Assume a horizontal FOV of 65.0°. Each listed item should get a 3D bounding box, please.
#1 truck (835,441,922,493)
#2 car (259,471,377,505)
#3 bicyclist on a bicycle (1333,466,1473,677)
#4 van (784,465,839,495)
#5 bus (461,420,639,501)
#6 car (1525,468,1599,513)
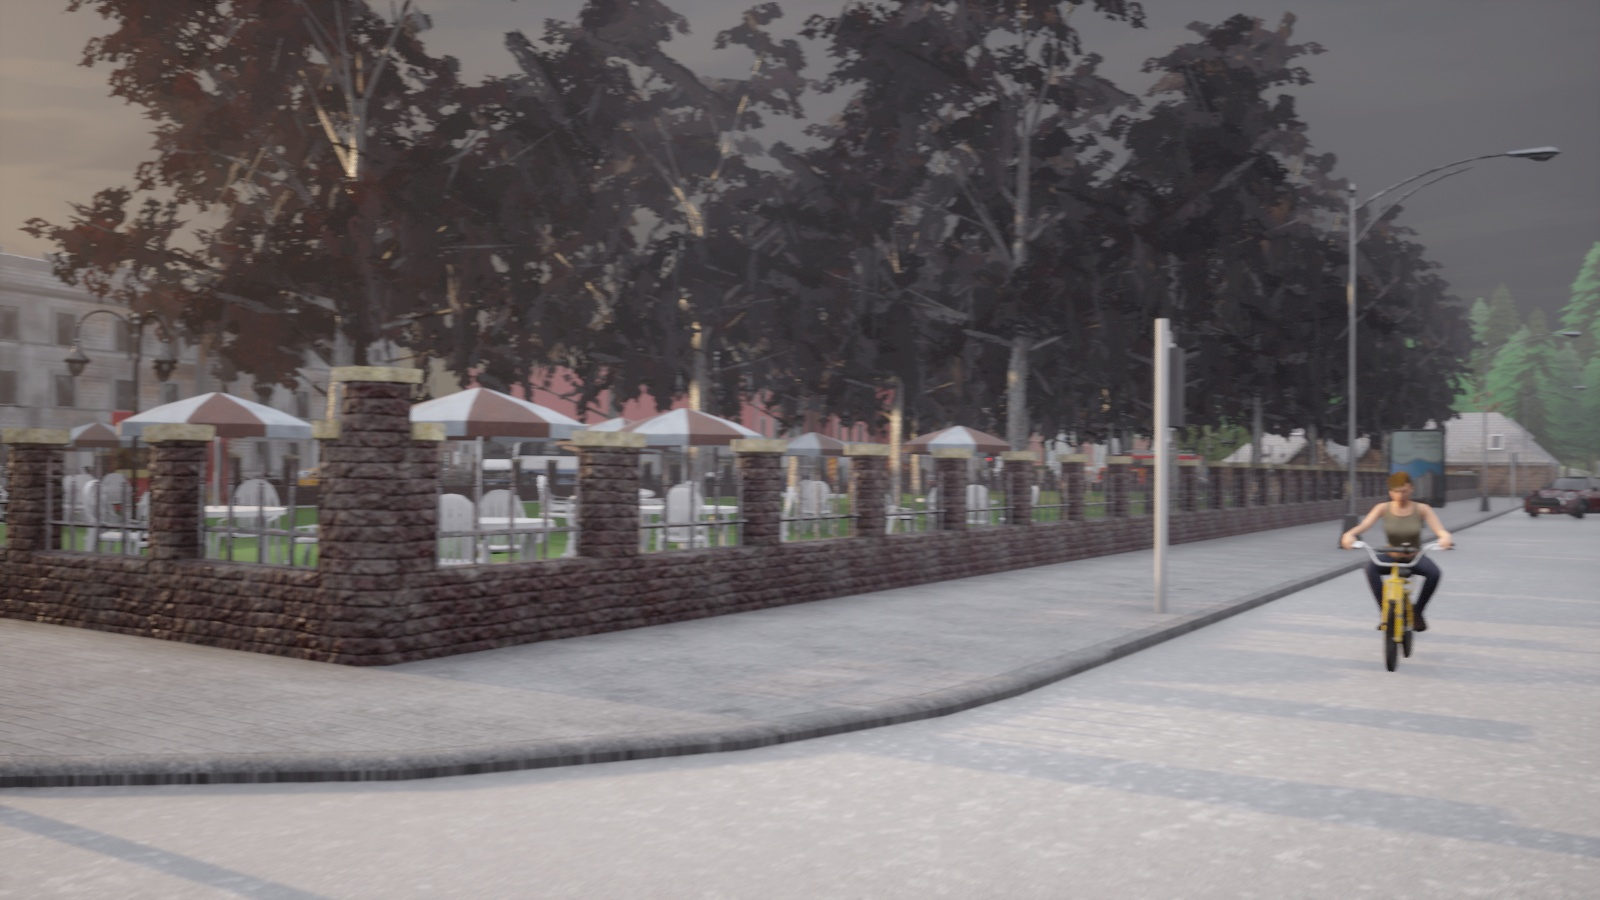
[{"bbox_3d":[6.108,1.305,95.865,2.891,3.827,8.468,-1,-1,33],"label":"truck"},{"bbox_3d":[-22.483,1.756,58.728,1.882,1.535,5.008,-1,-1,33],"label":"car"},{"bbox_3d":[5.046,0.941,10.457,0.866,1.612,1.509,-1,-1,33],"label":"bicyclist on a bicycle"},{"bbox_3d":[0.841,2.072,87.662,1.775,1.987,4.442,-1,-1,33],"label":"van"},{"bbox_3d":[-14.074,0.643,71.866,3.944,4.253,10.273,-1,-1,33],"label":"bus"},{"bbox_3d":[31.569,1.602,50.625,4.553,1.767,2.097,1,-1,-31],"label":"car"}]
